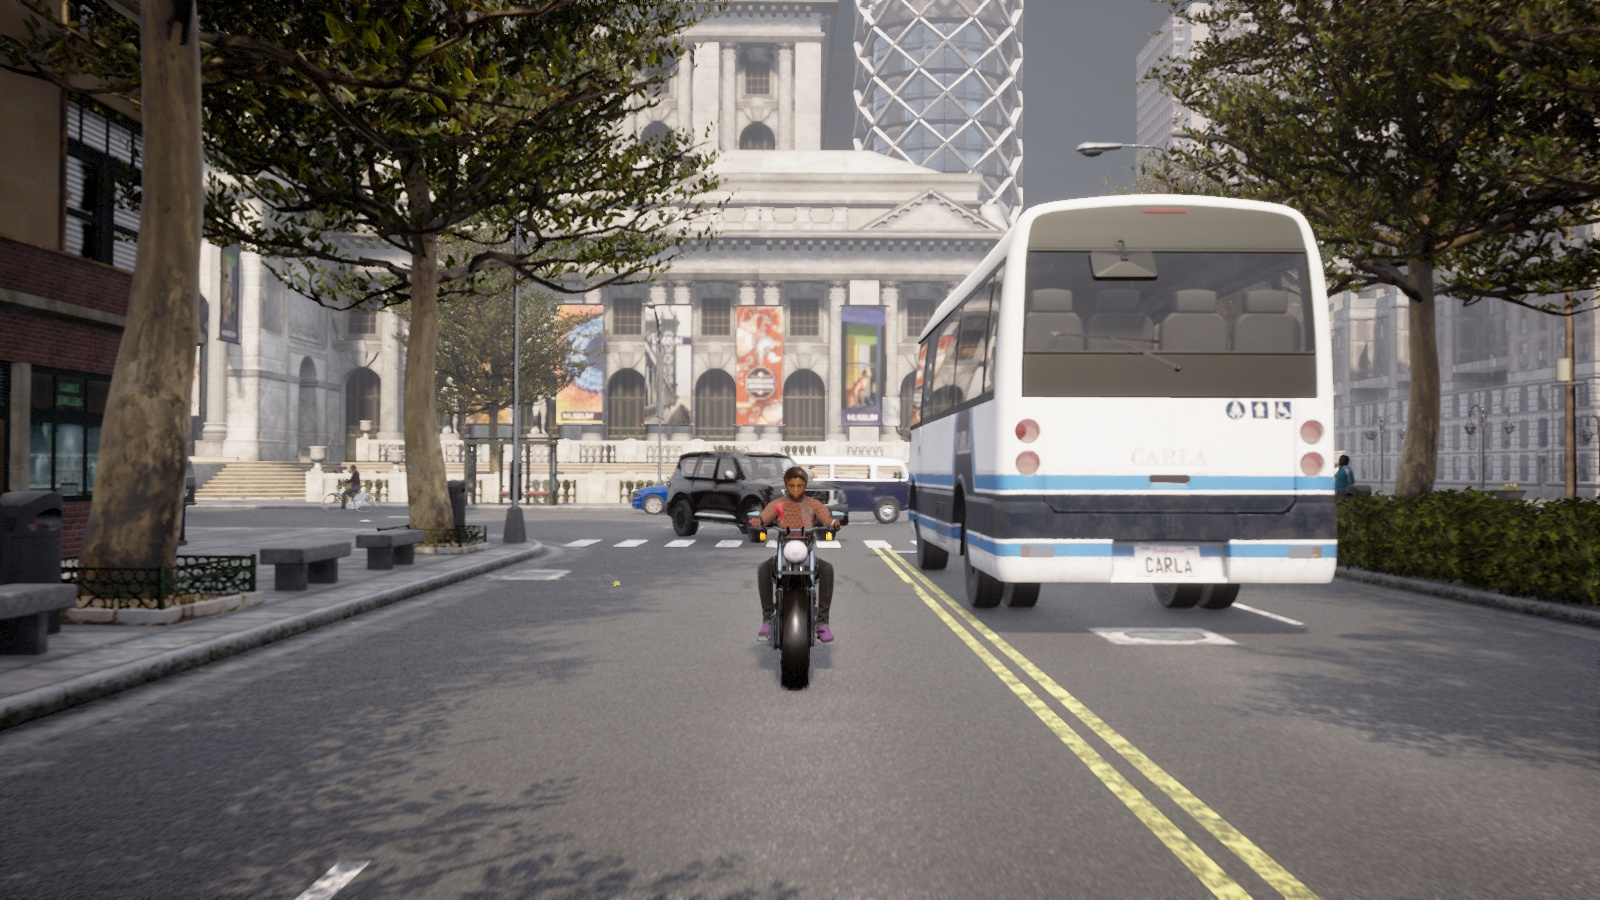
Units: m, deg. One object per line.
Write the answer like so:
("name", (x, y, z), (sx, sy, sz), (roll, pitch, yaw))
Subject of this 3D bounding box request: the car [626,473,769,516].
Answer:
("car", (-3.662, 1.601, 45.582), (5.008, 1.535, 1.882), (0, -1, 0))

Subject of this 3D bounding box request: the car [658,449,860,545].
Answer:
("car", (-1.102, 1.052, 29.466), (2.150, 2.045, 5.566), (1, -1, -33))

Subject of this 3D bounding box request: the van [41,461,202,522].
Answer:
("van", (-22.714, 1.393, 42.141), (4.442, 1.987, 1.775), (0, -1, 0))

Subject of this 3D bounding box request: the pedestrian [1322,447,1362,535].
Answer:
("pedestrian", (12.067, 0.911, 27.950), (0.692, 1.930, 0.396), (0, -1, -7))

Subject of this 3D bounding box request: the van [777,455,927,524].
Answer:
("van", (1.547, 1.204, 38.573), (4.480, 2.038, 2.069), (0, -1, 0))

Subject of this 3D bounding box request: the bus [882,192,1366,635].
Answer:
("bus", (3.448, -0.275, 17.237), (3.944, 4.253, 10.273), (0, -1, 0))

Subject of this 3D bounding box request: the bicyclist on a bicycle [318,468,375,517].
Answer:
("bicyclist on a bicycle", (-16.473, 1.546, 45.621), (1.843, 1.776, 0.659), (0, -1, 0))

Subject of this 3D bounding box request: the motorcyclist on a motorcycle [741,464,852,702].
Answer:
("motorcyclist on a motorcycle", (-0.027, 0.939, 9.903), (0.766, 1.649, 2.350), (0, -1, 0))
